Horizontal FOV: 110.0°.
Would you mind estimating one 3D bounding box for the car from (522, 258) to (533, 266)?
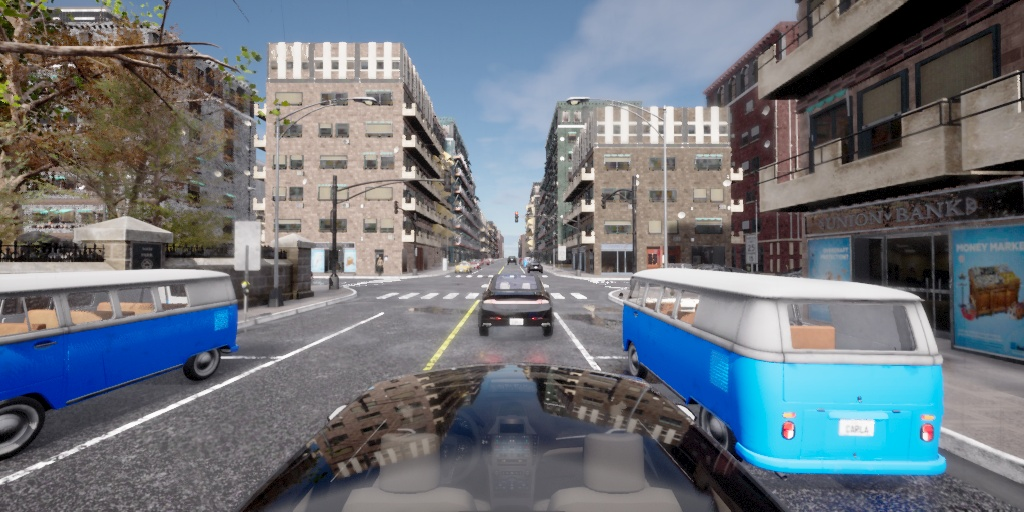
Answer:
[{"bbox_3d":[2.695,1.317,48.214,2.007,1.370,4.403,0,0,0],"label":"car"}]

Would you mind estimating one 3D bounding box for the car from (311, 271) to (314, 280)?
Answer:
[{"bbox_3d":[-16.586,0.999,25.323,4.553,1.767,2.097,0,-1,1],"label":"car"}]

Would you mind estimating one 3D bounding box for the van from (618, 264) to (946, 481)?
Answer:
[{"bbox_3d":[2.659,1.092,4.625,1.690,1.789,3.998,0,0,0],"label":"van"}]

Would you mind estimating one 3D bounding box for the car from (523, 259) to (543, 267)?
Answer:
[{"bbox_3d":[2.695,1.330,42.571,1.948,1.339,4.313,0,0,0],"label":"car"}]

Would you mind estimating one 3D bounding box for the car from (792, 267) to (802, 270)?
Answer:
[{"bbox_3d":[24.995,1.461,28.025,4.674,1.442,1.812,0,-1,1],"label":"car"}]

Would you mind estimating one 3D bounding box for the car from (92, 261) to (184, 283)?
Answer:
[{"bbox_3d":[-26.411,1.119,25.439,4.674,1.442,1.812,0,-1,1],"label":"car"}]

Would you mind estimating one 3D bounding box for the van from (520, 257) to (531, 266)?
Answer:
[{"bbox_3d":[2.696,1.112,59.498,1.690,1.789,3.998,0,0,0],"label":"van"}]

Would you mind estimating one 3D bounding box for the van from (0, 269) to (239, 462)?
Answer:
[{"bbox_3d":[-5.656,1.092,4.627,1.690,1.789,3.998,0,0,0],"label":"van"}]

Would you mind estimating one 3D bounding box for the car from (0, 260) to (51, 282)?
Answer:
[{"bbox_3d":[-36.510,1.044,25.567,4.892,1.490,1.837,0,-1,1],"label":"car"}]

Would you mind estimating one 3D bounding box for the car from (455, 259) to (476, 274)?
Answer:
[{"bbox_3d":[-5.686,1.289,42.402,1.751,1.417,4.829,0,0,0],"label":"car"}]

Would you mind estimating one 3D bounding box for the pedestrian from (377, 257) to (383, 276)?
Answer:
[{"bbox_3d":[-12.536,0.967,34.014,0.375,1.860,0.375,0,-1,1],"label":"pedestrian"}]

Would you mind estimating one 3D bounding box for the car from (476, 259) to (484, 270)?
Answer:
[{"bbox_3d":[-5.686,1.208,53.857,1.967,1.591,4.097,0,0,0],"label":"car"}]

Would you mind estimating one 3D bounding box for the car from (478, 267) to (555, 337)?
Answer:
[{"bbox_3d":[0.101,1.244,10.354,2.128,1.511,4.902,0,0,0],"label":"car"}]

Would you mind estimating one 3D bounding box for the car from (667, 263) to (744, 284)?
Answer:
[{"bbox_3d":[15.094,1.357,28.144,5.008,1.535,1.882,0,-1,1],"label":"car"}]
